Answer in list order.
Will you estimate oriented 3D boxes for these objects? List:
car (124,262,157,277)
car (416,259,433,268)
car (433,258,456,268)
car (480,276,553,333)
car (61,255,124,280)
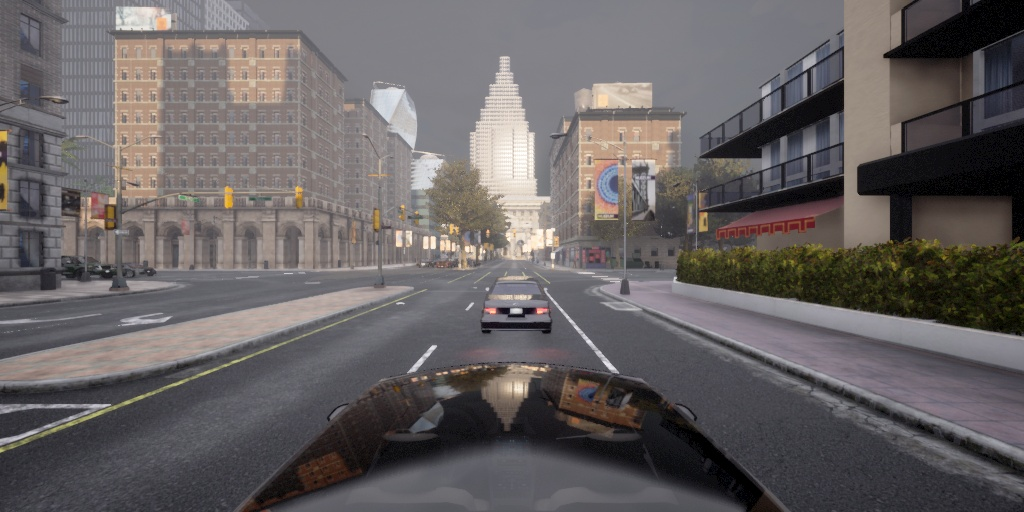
[{"bbox_3d":[-36.884,1.314,34.434,4.181,1.385,1.994,0,0,0],"label":"car"},{"bbox_3d":[-14.621,1.241,61.457,2.128,1.511,4.902,0,0,1],"label":"car"},{"bbox_3d":[-11.147,1.102,59.576,2.097,1.767,4.553,0,0,1],"label":"car"},{"bbox_3d":[0.131,1.297,10.666,2.033,1.411,5.357,0,0,1],"label":"car"},{"bbox_3d":[-37.657,0.971,30.932,5.566,2.045,2.150,0,0,0],"label":"car"}]
